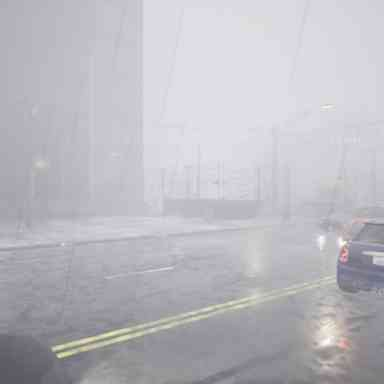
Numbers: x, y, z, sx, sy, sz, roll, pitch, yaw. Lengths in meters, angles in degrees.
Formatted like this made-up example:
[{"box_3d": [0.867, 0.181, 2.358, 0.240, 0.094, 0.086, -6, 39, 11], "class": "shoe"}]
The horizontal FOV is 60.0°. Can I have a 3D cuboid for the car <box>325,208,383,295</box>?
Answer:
[{"box_3d": [5.391, 1.368, 7.653, 4.553, 1.767, 2.097, 0, 0, -35], "class": "car"}]

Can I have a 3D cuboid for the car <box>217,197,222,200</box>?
[{"box_3d": [4.541, 1.646, 60.744, 4.718, 1.301, 1.895, 0, 0, -36], "class": "car"}]

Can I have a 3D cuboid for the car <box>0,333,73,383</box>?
[{"box_3d": [-2.747, 1.562, 1.784, 4.181, 1.385, 1.994, 0, 0, -35], "class": "car"}]

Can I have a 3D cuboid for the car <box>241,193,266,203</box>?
[{"box_3d": [14.153, 1.331, 76.114, 5.566, 2.045, 2.435, 0, 0, -36], "class": "car"}]

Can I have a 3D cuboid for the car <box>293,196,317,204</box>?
[{"box_3d": [22.180, 1.523, 65.259, 4.674, 1.452, 2.002, 0, 0, -36], "class": "car"}]

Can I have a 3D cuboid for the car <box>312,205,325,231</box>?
[{"box_3d": [9.631, 1.582, 19.498, 5.357, 1.411, 2.033, 0, 0, -36], "class": "car"}]

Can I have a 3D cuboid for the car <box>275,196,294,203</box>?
[{"box_3d": [19.267, 1.555, 69.256, 3.806, 1.475, 1.970, 0, 0, -36], "class": "car"}]

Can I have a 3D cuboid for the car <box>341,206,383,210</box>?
[{"box_3d": [8.513, 1.380, 14.392, 4.553, 1.767, 2.097, 0, 0, -36], "class": "car"}]

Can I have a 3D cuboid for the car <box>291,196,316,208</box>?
[{"box_3d": [15.300, 1.326, 46.187, 4.553, 1.767, 2.185, 0, 0, -36], "class": "car"}]
